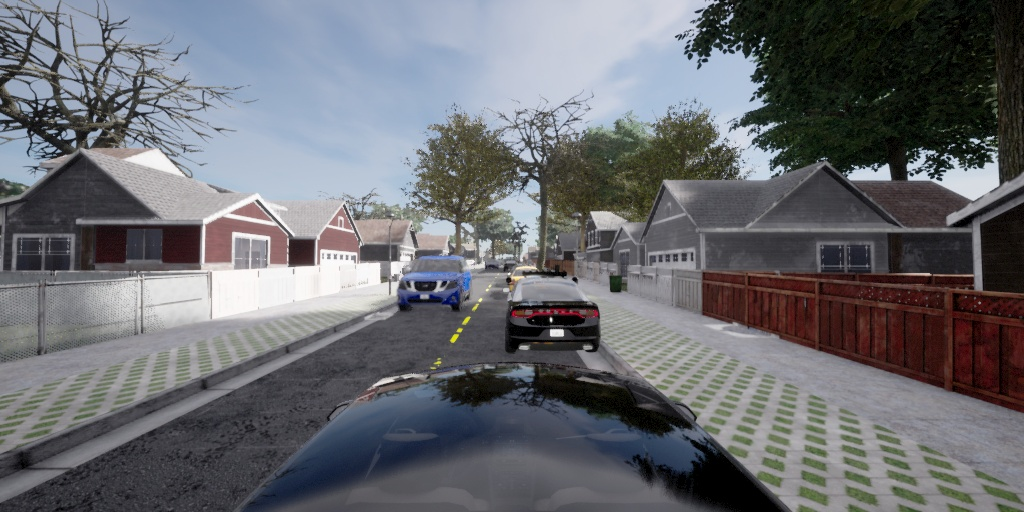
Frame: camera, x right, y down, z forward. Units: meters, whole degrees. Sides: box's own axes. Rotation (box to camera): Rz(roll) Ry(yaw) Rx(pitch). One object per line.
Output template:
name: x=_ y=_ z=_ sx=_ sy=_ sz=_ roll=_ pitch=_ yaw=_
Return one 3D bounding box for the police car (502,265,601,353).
police car: x=0.795 y=1.181 z=9.025 sx=1.930 sy=1.638 sz=5.238 roll=0 pitch=0 yaw=0

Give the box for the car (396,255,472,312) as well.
car: x=-2.895 y=0.981 z=14.522 sx=2.150 sy=2.045 sz=5.566 roll=0 pitch=0 yaw=-1

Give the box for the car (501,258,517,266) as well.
car: x=-0.171 y=1.343 z=49.573 sx=1.882 sy=1.535 sz=5.008 roll=0 pitch=0 yaw=0

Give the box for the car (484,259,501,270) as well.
car: x=-3.087 y=1.244 z=55.557 sx=2.097 sy=1.767 sz=4.553 roll=0 pitch=0 yaw=0

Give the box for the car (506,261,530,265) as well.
car: x=0.748 y=1.221 z=19.111 sx=1.801 sy=1.575 sz=5.366 roll=0 pitch=0 yaw=0
